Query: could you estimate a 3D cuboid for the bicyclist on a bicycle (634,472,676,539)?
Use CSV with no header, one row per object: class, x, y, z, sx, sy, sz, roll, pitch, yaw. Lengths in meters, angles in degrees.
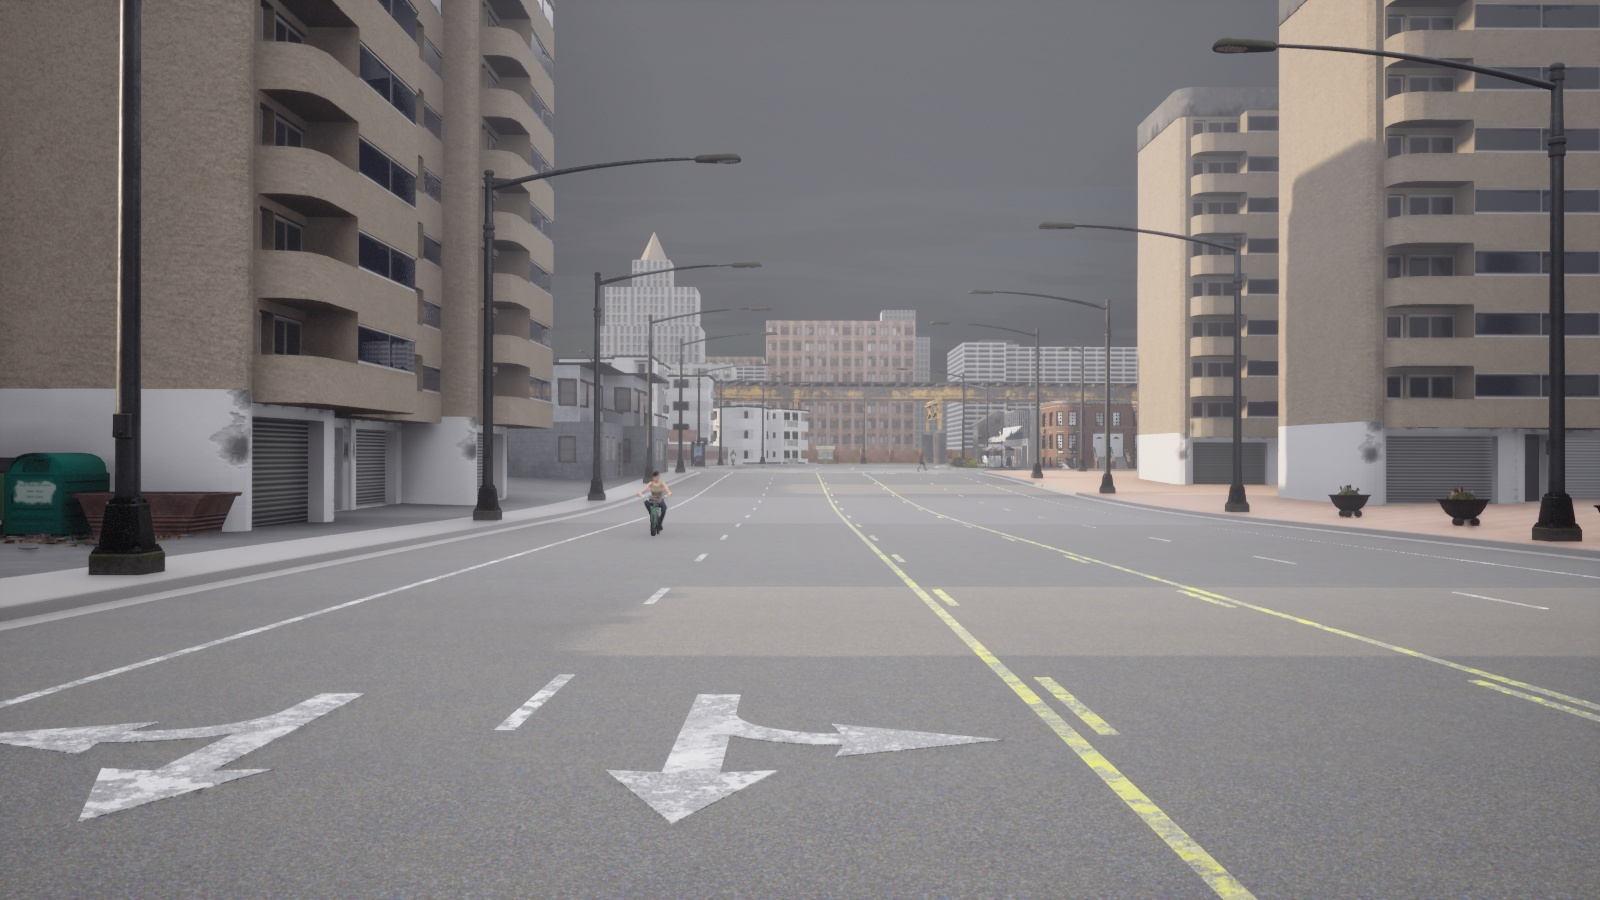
bicyclist on a bicycle,-3.571,1.353,31.044,0.866,1.612,1.509,0,-1,0
